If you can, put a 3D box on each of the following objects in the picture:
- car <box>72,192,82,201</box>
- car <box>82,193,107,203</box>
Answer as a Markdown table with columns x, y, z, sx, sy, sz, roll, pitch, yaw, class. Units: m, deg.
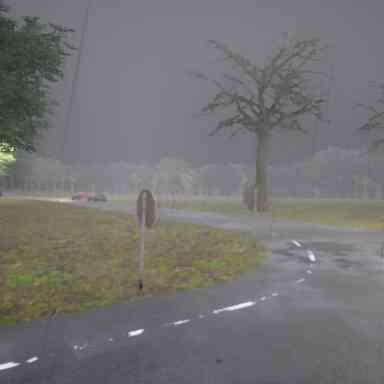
| x | y | z | sx | sy | sz | roll | pitch | yaw | class |
| --- | --- | --- | --- | --- | --- | --- | --- | --- | --- |
| -19.794 | 0.826 | 58.949 | 1.882 | 1.535 | 5.008 | 3 | -2 | -36 | car |
| -15.029 | 0.876 | 52.394 | 2.128 | 1.511 | 4.902 | 3 | -1 | -35 | car |
